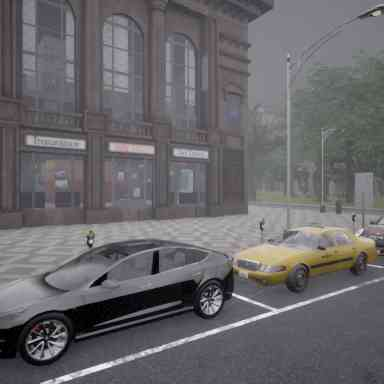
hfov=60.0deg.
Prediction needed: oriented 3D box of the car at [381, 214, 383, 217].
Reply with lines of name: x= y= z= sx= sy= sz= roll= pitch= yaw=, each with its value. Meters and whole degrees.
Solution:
car: x=7.676 y=1.441 z=12.144 sx=4.097 sy=1.590 sz=1.967 roll=0 pitch=0 yaw=-36

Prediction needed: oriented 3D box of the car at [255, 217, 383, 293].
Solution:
car: x=3.115 y=1.526 z=8.882 sx=4.829 sy=1.417 sz=1.752 roll=0 pitch=0 yaw=-36

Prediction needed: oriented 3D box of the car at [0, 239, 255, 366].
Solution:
car: x=-1.170 y=1.566 z=5.818 sx=4.313 sy=1.339 sz=1.947 roll=0 pitch=0 yaw=-36
